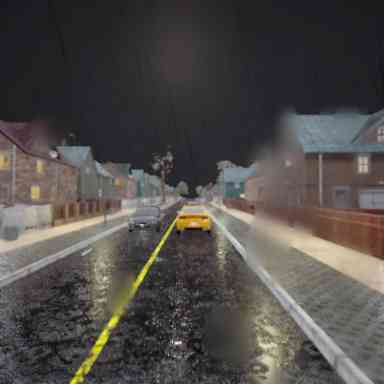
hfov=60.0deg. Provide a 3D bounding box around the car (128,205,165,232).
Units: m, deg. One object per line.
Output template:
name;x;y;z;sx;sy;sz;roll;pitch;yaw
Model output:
car;-2.759;1.623;20.866;1.837;1.490;4.892;0;0;0

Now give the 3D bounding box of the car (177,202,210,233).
car;0.091;1.594;20.499;1.882;1.535;5.008;0;0;0
